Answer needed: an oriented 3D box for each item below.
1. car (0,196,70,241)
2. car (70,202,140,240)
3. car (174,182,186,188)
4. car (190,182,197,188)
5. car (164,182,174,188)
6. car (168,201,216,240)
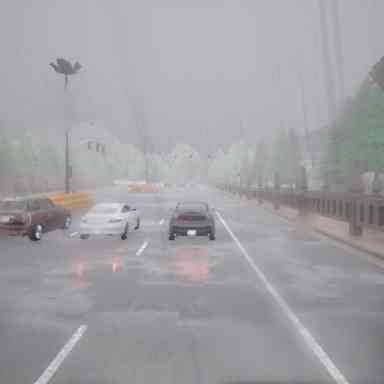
[{"bbox_3d":[-6.993,0.986,14.577,2.097,1.767,4.553,0,2,0],"label":"car"},{"bbox_3d":[-3.493,1.153,14.594,1.812,1.442,4.674,0,2,0],"label":"car"},{"bbox_3d":[-3.070,-2.055,91.000,2.097,1.767,4.553,0,2,0],"label":"car"},{"bbox_3d":[0.428,-1.872,90.635,2.033,1.411,5.357,0,2,0],"label":"car"},{"bbox_3d":[-6.570,-2.056,91.053,2.097,1.767,4.553,0,2,0],"label":"car"},{"bbox_3d":[0.007,1.137,14.575,1.837,1.490,4.892,0,2,0],"label":"car"}]
